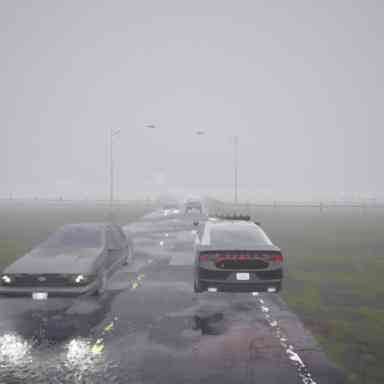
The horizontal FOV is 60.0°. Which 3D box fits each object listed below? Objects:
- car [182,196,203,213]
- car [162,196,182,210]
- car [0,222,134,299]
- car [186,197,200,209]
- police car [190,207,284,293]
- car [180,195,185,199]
[{"bbox_3d":[0.197,1.499,37.228,1.837,1.490,4.892,0,0,0],"label":"car"},{"bbox_3d":[-2.609,1.557,42.190,1.994,1.385,4.181,0,0,0],"label":"car"},{"bbox_3d":[-2.820,1.548,8.847,2.033,1.411,5.357,0,0,0],"label":"car"},{"bbox_3d":[0.186,1.516,47.397,1.812,1.442,4.674,0,0,1],"label":"car"},{"bbox_3d":[0.992,1.425,9.009,1.930,1.638,5.238,0,0,0],"label":"police car"},{"bbox_3d":[-2.469,1.477,83.811,1.837,1.490,4.892,0,0,0],"label":"car"}]
